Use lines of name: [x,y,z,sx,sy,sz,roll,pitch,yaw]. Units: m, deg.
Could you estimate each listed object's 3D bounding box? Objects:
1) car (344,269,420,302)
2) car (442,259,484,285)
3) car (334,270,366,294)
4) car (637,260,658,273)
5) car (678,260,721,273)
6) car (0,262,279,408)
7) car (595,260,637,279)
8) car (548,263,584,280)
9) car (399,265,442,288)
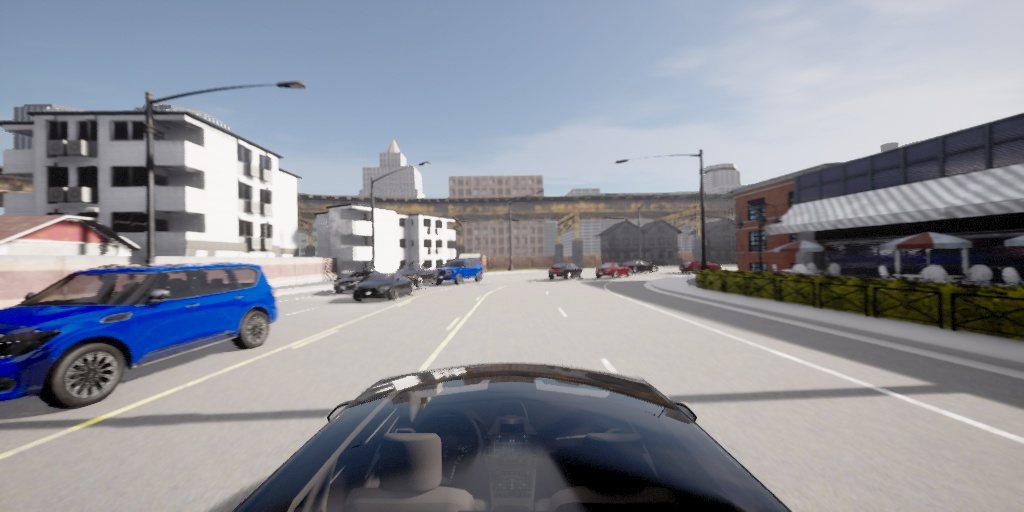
car: [-6.726,1.598,19.136,1.994,1.385,4.181,-1,-1,4]
car: [-4.432,1.296,30.531,2.150,2.045,5.566,-1,0,24]
car: [-9.906,1.671,24.133,1.812,1.442,4.674,-1,0,9]
car: [14.560,1.242,41.172,4.902,1.511,2.128,-1,-1,-26]
car: [20.707,1.130,39.589,4.674,1.442,1.812,-1,-1,-13]
car: [-7.105,1.165,6.944,2.150,2.045,5.566,-1,0,1]
car: [9.390,1.323,33.132,1.812,1.442,4.674,-2,-1,43]
car: [5.015,1.395,32.965,1.837,1.490,4.892,-2,-1,33]
car: [-6.458,1.270,23.579,1.994,1.385,4.181,-1,0,9]
